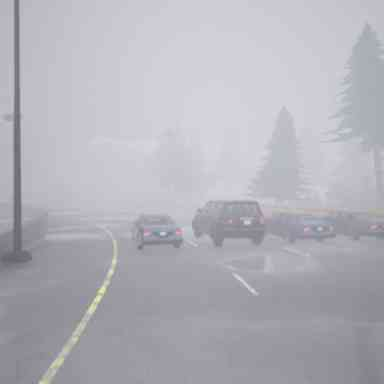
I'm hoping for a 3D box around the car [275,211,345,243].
[{"bbox_3d":[5.036,1.697,17.108,2.033,1.411,5.357,0,0,-14],"label":"car"}]

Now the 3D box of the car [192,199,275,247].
[{"bbox_3d":[1.629,1.372,16.298,2.150,2.045,5.566,0,0,-14],"label":"car"}]

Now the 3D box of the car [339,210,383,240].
[{"bbox_3d":[8.431,1.686,17.960,2.033,1.411,5.357,0,0,-14],"label":"car"}]

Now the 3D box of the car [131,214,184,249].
[{"bbox_3d":[-1.752,1.704,15.405,2.033,1.411,5.357,0,-1,-14],"label":"car"}]
